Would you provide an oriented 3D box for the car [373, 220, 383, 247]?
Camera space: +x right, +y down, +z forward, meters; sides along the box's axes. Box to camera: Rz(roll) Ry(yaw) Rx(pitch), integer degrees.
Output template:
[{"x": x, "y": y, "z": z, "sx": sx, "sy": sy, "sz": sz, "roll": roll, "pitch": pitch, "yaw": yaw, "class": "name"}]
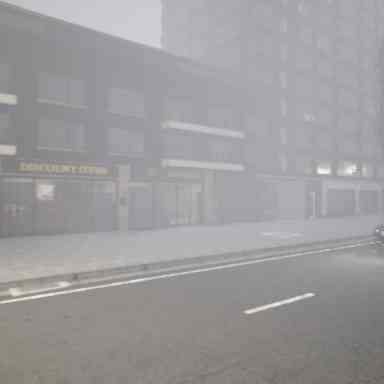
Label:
[{"x": 9.896, "y": 1.634, "z": 14.727, "sx": 4.902, "sy": 1.511, "sz": 2.128, "roll": 1, "pitch": 0, "yaw": -35, "class": "car"}]
